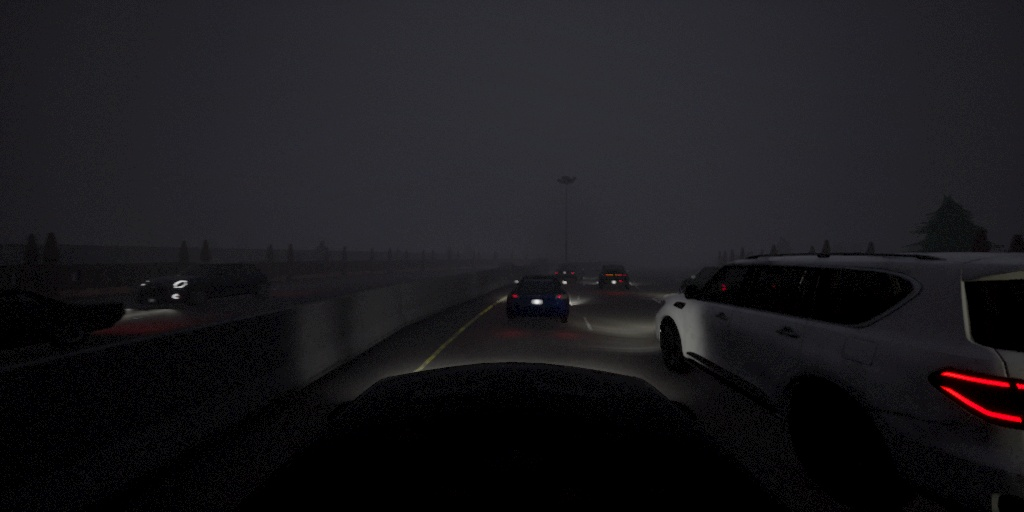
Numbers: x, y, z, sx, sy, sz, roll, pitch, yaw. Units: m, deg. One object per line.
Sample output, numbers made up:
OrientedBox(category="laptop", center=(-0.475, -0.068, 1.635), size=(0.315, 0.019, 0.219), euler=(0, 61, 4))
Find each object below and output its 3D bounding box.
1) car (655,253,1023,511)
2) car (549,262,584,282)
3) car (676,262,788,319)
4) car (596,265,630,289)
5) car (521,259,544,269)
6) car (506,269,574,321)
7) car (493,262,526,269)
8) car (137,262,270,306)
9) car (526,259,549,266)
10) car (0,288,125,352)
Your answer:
OrientedBox(category="car", center=(3.736, 0.994, 4.483), size=(2.150, 2.045, 5.566), euler=(0, 0, 2))
OrientedBox(category="car", center=(4.845, 1.352, 30.027), size=(2.033, 1.411, 5.357), euler=(0, 0, 18))
OrientedBox(category="car", center=(8.237, 1.157, 14.012), size=(2.097, 1.767, 4.553), euler=(0, 0, 8))
OrientedBox(category="car", center=(6.677, 1.312, 23.706), size=(1.837, 1.490, 4.892), euler=(0, 0, 14))
OrientedBox(category="car", center=(3.524, 1.344, 60.199), size=(1.837, 1.490, 4.892), euler=(0, 0, 30))
OrientedBox(category="car", center=(0.971, 1.330, 12.565), size=(1.994, 1.385, 4.181), euler=(0, 0, 7))
OrientedBox(category="car", center=(-0.509, 1.349, 36.245), size=(1.994, 1.385, 4.181), euler=(0, 0, 21))
OrientedBox(category="car", center=(-12.925, 1.051, 15.404), size=(2.097, 1.767, 4.553), euler=(0, 0, 8))
OrientedBox(category="car", center=(4.087, 1.179, 54.095), size=(2.097, 1.767, 4.553), euler=(0, 0, 30))
OrientedBox(category="car", center=(-10.345, 1.303, 6.366), size=(1.895, 1.301, 4.718), euler=(0, 0, 3))
